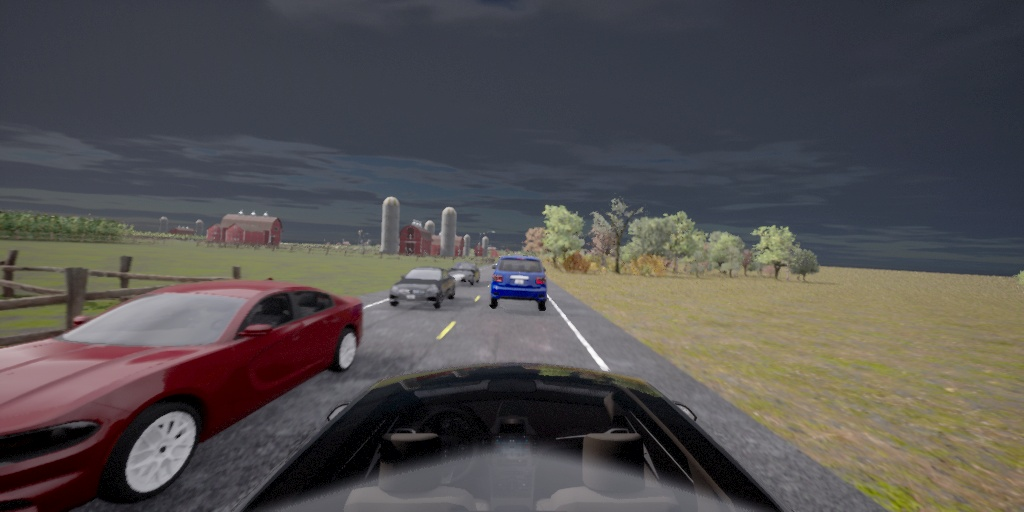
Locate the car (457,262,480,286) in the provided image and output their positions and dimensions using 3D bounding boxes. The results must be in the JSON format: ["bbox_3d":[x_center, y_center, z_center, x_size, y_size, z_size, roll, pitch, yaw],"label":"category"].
[{"bbox_3d":[-3.308,1.177,25.119,2.128,1.511,4.902,3,0,1],"label":"car"}]

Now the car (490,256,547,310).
[{"bbox_3d":[0.281,1.037,15.541,2.150,2.045,5.566,3,0,1],"label":"car"}]

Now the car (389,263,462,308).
[{"bbox_3d":[-3.461,1.163,14.718,1.812,1.442,4.674,3,0,1],"label":"car"}]

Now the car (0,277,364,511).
[{"bbox_3d":[-3.606,1.068,4.444,1.882,1.535,5.008,3,0,1],"label":"car"}]
